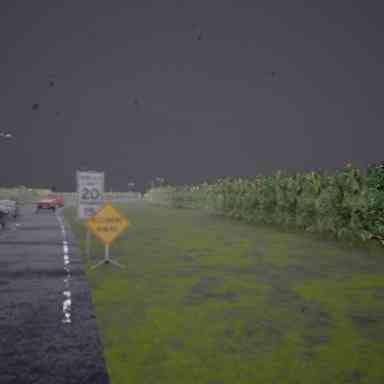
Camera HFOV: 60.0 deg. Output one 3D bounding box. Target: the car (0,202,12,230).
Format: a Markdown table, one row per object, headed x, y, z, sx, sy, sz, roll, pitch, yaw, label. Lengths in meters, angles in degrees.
| x | y | z | sx | sy | sz | roll | pitch | yaw | label |
| --- | --- | --- | --- | --- | --- | --- | --- | --- | --- |
| -12.041 | 1.461 | 19.291 | 1.994 | 1.385 | 4.181 | 2 | -1 | -22 | car |

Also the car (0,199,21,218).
| x | y | z | sx | sy | sz | roll | pitch | yaw | label |
| --- | --- | --- | --- | --- | --- | --- | --- | --- | --- |
| -15.997 | 1.407 | 28.709 | 1.837 | 1.490 | 4.892 | 2 | -1 | -23 | car |

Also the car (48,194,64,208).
| x | y | z | sx | sy | sz | roll | pitch | yaw | label |
| --- | --- | --- | --- | --- | --- | --- | --- | --- | --- |
| -20.794 | 1.276 | 50.568 | 2.150 | 2.045 | 5.566 | 2 | -1 | -16 | car |

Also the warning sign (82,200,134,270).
| x | y | z | sx | sy | sz | roll | pitch | yaw | label |
| --- | --- | --- | --- | --- | --- | --- | --- | --- | --- |
| -2.457 | 1.186 | 9.665 | 1.300 | 1.860 | 1.060 | 2 | -1 | -21 | warning sign |

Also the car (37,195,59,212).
| x | y | z | sx | sy | sz | roll | pitch | yaw | label |
| --- | --- | --- | --- | --- | --- | --- | --- | --- | --- |
| -17.046 | 1.495 | 39.103 | 1.882 | 1.535 | 5.008 | 2 | -1 | -20 | car |
